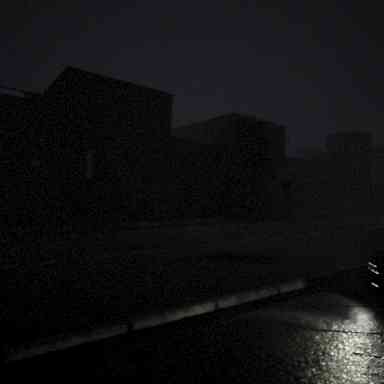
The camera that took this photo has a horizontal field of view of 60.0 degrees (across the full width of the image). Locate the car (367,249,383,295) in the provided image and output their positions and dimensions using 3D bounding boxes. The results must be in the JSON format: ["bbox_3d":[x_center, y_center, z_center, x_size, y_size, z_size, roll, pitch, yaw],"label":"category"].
[{"bbox_3d":[6.051,1.552,7.930,5.008,1.535,1.882,0,0,-37],"label":"car"}]
